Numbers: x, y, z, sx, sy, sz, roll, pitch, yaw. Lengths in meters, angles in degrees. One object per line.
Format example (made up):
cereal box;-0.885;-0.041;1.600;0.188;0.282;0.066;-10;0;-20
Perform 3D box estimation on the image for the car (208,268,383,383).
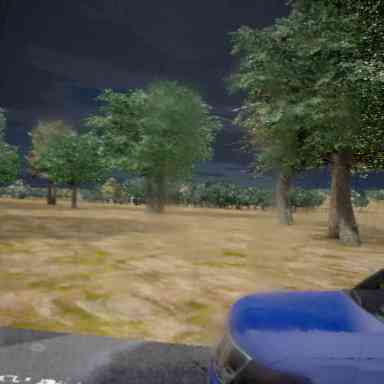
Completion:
car;2.927;1.511;2.908;5.566;2.045;2.150;3;-2;6
